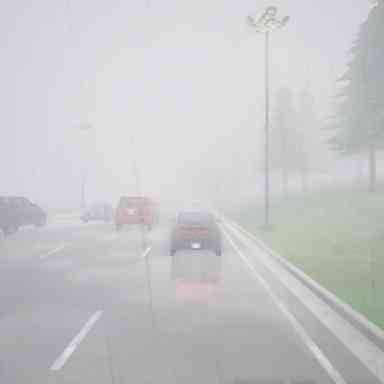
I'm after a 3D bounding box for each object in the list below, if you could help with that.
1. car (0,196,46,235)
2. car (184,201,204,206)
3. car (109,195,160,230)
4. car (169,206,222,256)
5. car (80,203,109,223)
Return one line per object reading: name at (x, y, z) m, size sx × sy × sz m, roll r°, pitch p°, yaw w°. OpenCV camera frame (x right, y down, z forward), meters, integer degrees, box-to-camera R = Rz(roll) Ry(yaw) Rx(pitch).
car at (-10.350, 1.224, 18.819) m, size 2.150 × 2.045 × 5.566 m, roll 0°, pitch 0°, yaw 0°
car at (0.185, 1.546, 30.742) m, size 1.812 × 1.442 × 4.674 m, roll 0°, pitch 0°, yaw 0°
car at (-3.343, 1.231, 21.092) m, size 2.150 × 2.045 × 5.566 m, roll 0°, pitch 0°, yaw 0°
car at (0.133, 1.512, 13.217) m, size 1.837 × 1.490 × 4.892 m, roll 0°, pitch 0°, yaw 0°
car at (-6.824, 1.557, 25.304) m, size 2.033 × 1.411 × 5.357 m, roll 0°, pitch 0°, yaw 0°
